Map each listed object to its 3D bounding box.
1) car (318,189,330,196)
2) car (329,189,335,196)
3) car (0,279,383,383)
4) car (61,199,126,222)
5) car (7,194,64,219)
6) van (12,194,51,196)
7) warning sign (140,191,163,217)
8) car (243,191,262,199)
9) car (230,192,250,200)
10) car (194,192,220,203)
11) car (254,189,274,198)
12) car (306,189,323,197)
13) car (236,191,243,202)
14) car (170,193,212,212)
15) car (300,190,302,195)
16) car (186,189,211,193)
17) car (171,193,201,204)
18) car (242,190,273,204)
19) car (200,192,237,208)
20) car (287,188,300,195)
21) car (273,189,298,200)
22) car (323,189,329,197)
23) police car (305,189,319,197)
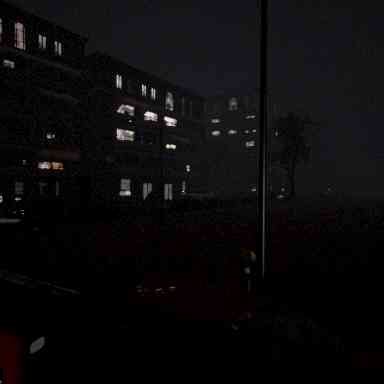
[{"bbox_3d":[33.656,0.069,84.792,1.801,1.575,5.366,1,1,35],"label":"car"},{"bbox_3d":[34.729,0.079,83.145,1.967,1.590,4.097,2,2,35],"label":"car"},{"bbox_3d":[-0.308,1.544,3.091,4.507,1.381,1.887,0,0,36],"label":"car"},{"bbox_3d":[-6.653,1.329,23.745,1.947,1.339,4.313,2,2,35],"label":"car"},{"bbox_3d":[-11.740,1.226,26.592,1.837,1.490,4.892,1,2,35],"label":"car"},{"bbox_3d":[-13.526,1.035,28.529,1.690,1.788,3.998,2,2,35],"label":"van"},{"bbox_3d":[-3.033,0.851,24.820,1.300,1.860,1.060,-1,0,35],"label":"warning sign"},{"bbox_3d":[11.840,0.526,64.950,1.752,1.417,4.829,2,2,35],"label":"car"},{"bbox_3d":[8.753,0.650,60.521,1.947,1.339,4.313,2,2,35],"label":"car"},{"bbox_3d":[2.387,0.808,51.382,2.008,1.369,4.403,2,2,35],"label":"car"},{"bbox_3d":[15.123,0.227,69.654,2.192,1.841,5.009,2,2,35],"label":"car"},{"bbox_3d":[25.180,0.446,69.440,2.008,1.369,4.403,2,2,35],"label":"car"},{"bbox_3d":[7.516,0.644,48.724,2.097,1.767,4.553,1,1,35],"label":"car"},{"bbox_3d":[-0.287,1.132,32.882,1.887,1.381,4.507,2,2,35],"label":"car"},{"bbox_3d":[27.852,0.115,87.938,1.887,1.381,4.507,2,2,35],"label":"car"},{"bbox_3d":[0.609,0.606,44.292,2.150,2.045,5.566,1,1,35],"label":"car"},{"bbox_3d":[-0.796,0.910,46.812,1.947,1.339,4.313,2,2,35],"label":"car"},{"bbox_3d":[9.263,0.877,46.592,2.008,1.369,4.403,2,2,35],"label":"car"},{"bbox_3d":[2.896,1.051,37.452,2.008,1.369,4.403,2,2,35],"label":"car"},{"bbox_3d":[24.672,-0.029,83.362,2.192,1.841,5.009,2,2,35],"label":"car"},{"bbox_3d":[15.727,0.676,55.870,1.752,1.417,4.829,2,2,35],"label":"car"},{"bbox_3d":[28.362,0.361,74.008,2.008,1.369,4.403,2,2,35],"label":"car"},{"bbox_3d":[27.726,0.191,76.622,1.930,1.638,5.238,0,1,32],"label":"police car"}]
